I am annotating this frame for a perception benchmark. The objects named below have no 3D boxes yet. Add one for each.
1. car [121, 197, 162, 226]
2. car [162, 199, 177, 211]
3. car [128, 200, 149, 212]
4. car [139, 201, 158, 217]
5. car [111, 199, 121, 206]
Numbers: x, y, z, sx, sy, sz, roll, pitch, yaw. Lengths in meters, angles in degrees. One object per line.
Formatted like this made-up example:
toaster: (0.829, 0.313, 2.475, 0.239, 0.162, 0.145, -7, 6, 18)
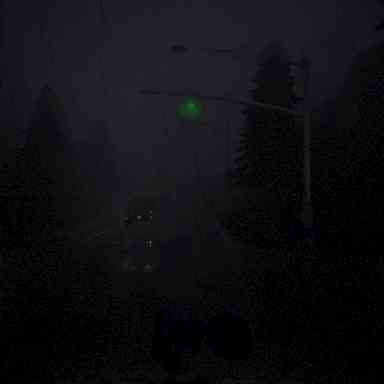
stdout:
car: (-3.726, 1.405, 25.598, 2.150, 2.045, 5.566, 0, 0, -2)
car: (-3.641, 1.678, 45.814, 2.097, 1.767, 4.553, 0, 0, -18)
car: (-7.376, 1.830, 45.508, 1.837, 1.490, 4.892, 0, 0, -21)
car: (-4.715, 1.779, 35.428, 1.812, 1.442, 4.674, 0, 0, -11)
car: (-14.642, 2.002, 63.800, 5.357, 1.411, 2.033, 0, -1, 40)
